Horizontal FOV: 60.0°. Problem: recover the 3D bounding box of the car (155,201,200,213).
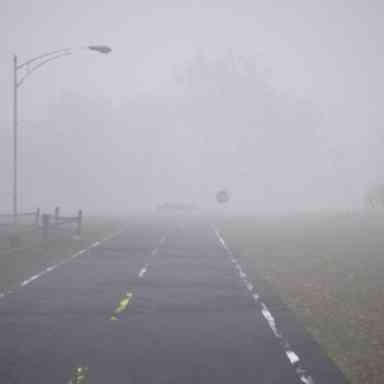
[{"bbox_3d":[-1.526,1.599,35.592,4.718,1.301,1.895,-1,0,0],"label":"car"}]
